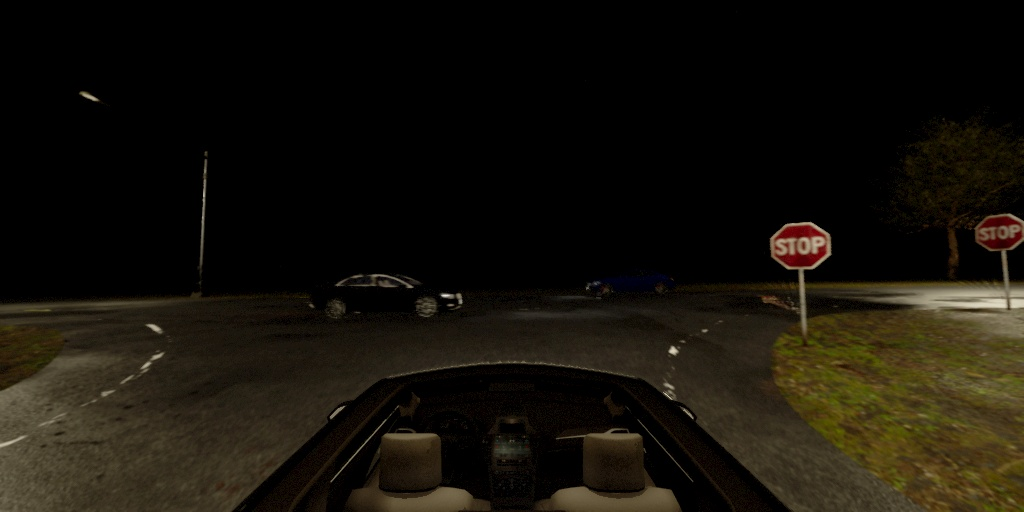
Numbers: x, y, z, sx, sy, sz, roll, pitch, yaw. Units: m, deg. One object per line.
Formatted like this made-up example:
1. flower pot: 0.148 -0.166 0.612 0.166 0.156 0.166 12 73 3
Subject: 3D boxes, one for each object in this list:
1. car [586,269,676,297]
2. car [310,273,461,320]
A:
1. car: 6.410 1.419 19.474 4.674 1.442 1.812 -1 -4 -1
2. car: -4.228 1.318 12.322 4.902 1.511 2.128 0 -2 0
